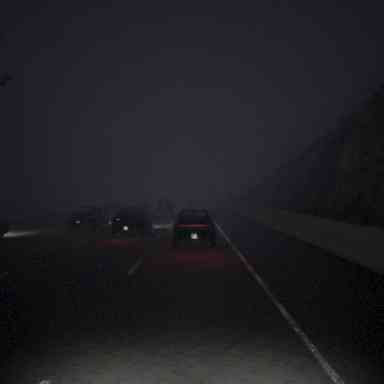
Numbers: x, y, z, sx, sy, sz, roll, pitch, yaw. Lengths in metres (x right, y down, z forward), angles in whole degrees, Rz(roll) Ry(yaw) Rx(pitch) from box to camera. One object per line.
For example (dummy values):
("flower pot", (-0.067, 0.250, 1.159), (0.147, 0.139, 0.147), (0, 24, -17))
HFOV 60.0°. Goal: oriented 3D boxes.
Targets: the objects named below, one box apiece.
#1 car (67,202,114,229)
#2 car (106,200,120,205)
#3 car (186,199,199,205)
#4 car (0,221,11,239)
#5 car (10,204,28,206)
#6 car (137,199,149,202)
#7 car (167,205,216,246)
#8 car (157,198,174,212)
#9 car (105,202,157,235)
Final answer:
("car", (-6.896, 1.636, 22.404), (1.812, 1.442, 4.674), (0, 0, 0))
("car", (-10.395, 1.762, 43.551), (2.033, 1.411, 5.357), (0, 0, 0))
("car", (0.107, 1.822, 52.592), (1.994, 1.385, 4.181), (0, 0, 0))
("car", (-10.399, 1.622, 14.885), (2.033, 1.411, 5.357), (0, 0, 0))
("car", (-24.543, 1.760, 47.492), (1.812, 1.442, 4.674), (0, 0, 1))
("car", (-6.893, 1.755, 46.732), (1.812, 1.442, 4.674), (0, 0, 0))
("car", (0.101, 1.569, 15.623), (2.128, 1.511, 4.902), (0, 0, 0))
("car", (-3.394, 1.557, 41.727), (2.097, 1.767, 4.553), (0, 0, 0))
("car", (-3.398, 1.602, 19.476), (1.837, 1.490, 4.892), (0, 0, 0))
